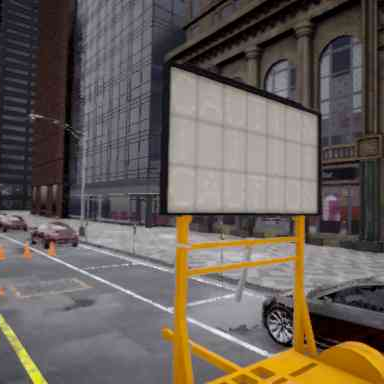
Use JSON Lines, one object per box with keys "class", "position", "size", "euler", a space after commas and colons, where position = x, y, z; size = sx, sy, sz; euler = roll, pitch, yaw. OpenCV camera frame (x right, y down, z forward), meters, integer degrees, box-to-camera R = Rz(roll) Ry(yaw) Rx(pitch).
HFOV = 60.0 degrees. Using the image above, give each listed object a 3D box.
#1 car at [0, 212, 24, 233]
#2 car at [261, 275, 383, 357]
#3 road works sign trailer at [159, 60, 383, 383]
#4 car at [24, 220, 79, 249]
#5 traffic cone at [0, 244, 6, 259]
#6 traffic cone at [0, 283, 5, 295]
{"class": "car", "position": [-14.522, 2.519, 26.898], "size": [1.802, 1.307, 4.206], "euler": [3, -3, -38]}
{"class": "car", "position": [3.033, 1.860, 4.861], "size": [1.947, 1.339, 4.313], "euler": [3, -3, -38]}
{"class": "road works sign trailer", "position": [0.517, 0.653, 3.670], "size": [2.380, 3.560, 2.880], "euler": [3, -3, -38]}
{"class": "car", "position": [-7.500, 2.262, 18.083], "size": [1.802, 1.307, 4.206], "euler": [3, -3, -38]}
{"class": "traffic cone", "position": [-7.825, 2.427, 13.598], "size": [0.340, 0.580, 0.340], "euler": [3, -3, -38]}
{"class": "traffic cone", "position": [-4.869, 2.247, 8.285], "size": [0.340, 0.580, 0.340], "euler": [3, -3, -38]}
